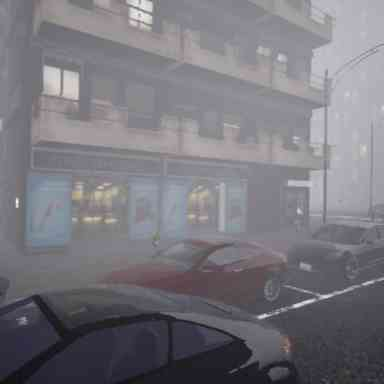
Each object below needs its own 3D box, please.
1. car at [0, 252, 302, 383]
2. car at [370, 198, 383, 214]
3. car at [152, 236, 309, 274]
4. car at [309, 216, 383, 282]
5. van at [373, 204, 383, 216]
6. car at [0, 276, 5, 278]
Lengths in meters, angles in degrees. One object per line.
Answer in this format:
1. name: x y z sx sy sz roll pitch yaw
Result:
1. car: -1.031 1.564 2.640 4.181 1.385 1.994 0 0 -35
2. car: 21.358 1.502 35.078 1.967 1.590 4.097 1 -1 -35
3. car: 0.210 1.583 6.654 4.206 1.307 1.802 0 1 -36
4. car: 4.718 1.567 9.873 4.313 1.339 1.947 0 1 -35
5. van: 9.132 1.343 13.227 3.998 1.788 1.690 0 1 -35
6. car: -4.300 1.550 3.435 4.403 1.369 2.008 0 1 -35
